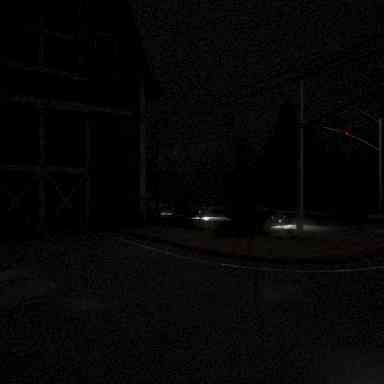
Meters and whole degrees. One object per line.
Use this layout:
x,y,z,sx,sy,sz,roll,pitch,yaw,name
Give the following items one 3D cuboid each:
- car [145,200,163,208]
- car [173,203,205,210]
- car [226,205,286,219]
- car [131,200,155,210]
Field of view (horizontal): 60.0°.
-5.352,1.869,41.081,1.895,1.301,4.718,0,0,-34,car
-0.365,1.787,33.819,1.994,1.385,4.181,0,0,-34,car
4.857,1.722,26.208,2.033,1.411,5.357,0,0,-34,car
-7.439,1.888,50.651,1.994,1.385,4.181,0,0,-34,car
